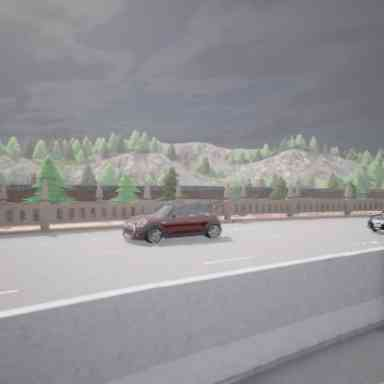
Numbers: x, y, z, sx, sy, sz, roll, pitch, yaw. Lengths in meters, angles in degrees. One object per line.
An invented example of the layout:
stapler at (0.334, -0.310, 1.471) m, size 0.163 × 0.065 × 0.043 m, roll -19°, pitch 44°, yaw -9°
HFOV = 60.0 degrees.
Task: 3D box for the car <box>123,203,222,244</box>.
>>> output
car at (-0.886, 1.326, 15.631) m, size 4.553 × 1.767 × 2.097 m, roll 0°, pitch 0°, yaw -30°

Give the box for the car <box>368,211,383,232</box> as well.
car at (11.937, 1.476, 18.398) m, size 4.902 × 1.511 × 2.128 m, roll 0°, pitch 0°, yaw -24°
